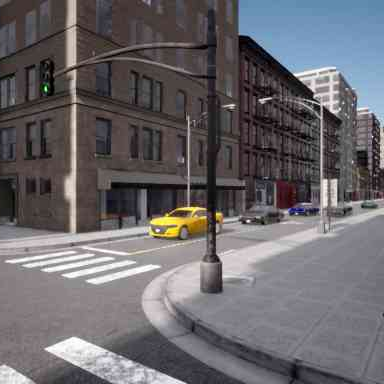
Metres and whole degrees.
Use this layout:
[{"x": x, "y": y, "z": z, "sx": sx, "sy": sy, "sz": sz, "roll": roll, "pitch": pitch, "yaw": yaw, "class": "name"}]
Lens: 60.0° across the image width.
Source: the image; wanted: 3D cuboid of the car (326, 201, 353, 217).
[{"x": 15.470, "y": 1.721, "z": 34.767, "sx": 2.128, "sy": 1.511, "sz": 4.902, "roll": 0, "pitch": 0, "yaw": 35, "class": "car"}]

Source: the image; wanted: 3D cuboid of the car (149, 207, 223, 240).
[{"x": -0.188, "y": 1.575, "z": 17.872, "sx": 1.882, "sy": 1.535, "sz": 5.008, "roll": 0, "pitch": 0, "yaw": 35, "class": "car"}]

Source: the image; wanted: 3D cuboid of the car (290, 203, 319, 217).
[{"x": 11.535, "y": 1.815, "z": 34.314, "sx": 1.895, "sy": 1.301, "sz": 4.718, "roll": 0, "pitch": 0, "yaw": 36, "class": "car"}]

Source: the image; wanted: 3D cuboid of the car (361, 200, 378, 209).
[{"x": 27.777, "y": 1.904, "z": 52.043, "sx": 1.994, "sy": 1.385, "sz": 4.181, "roll": 0, "pitch": 0, "yaw": 35, "class": "car"}]

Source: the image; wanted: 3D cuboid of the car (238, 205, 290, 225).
[{"x": 5.551, "y": 1.704, "z": 25.932, "sx": 2.033, "sy": 1.411, "sz": 5.357, "roll": 0, "pitch": 0, "yaw": 35, "class": "car"}]
